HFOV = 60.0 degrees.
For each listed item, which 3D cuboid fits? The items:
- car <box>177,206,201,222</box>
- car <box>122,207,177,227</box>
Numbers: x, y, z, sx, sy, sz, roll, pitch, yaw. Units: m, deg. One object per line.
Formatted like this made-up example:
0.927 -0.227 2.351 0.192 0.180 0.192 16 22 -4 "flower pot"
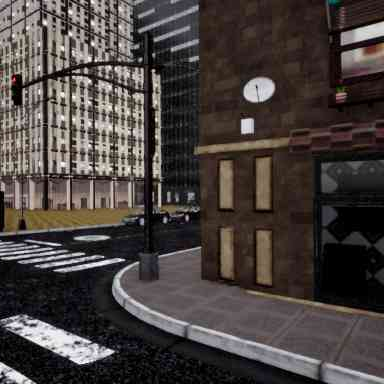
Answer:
-0.317 1.974 30.496 2.008 1.369 4.403 -2 -2 35 "car"
-3.524 1.893 25.943 2.008 1.369 4.403 -2 -2 35 "car"
